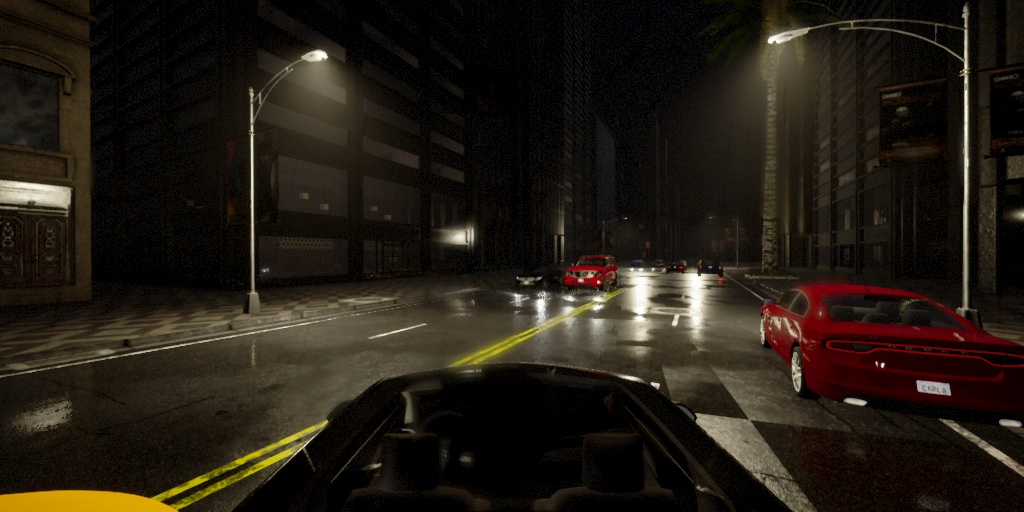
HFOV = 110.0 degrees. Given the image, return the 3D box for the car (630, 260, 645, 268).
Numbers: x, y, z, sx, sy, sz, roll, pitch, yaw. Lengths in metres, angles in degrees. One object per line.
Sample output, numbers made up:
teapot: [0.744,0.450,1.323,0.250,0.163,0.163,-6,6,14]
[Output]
car: [20.945,1.333,59.827,1.895,1.301,4.718,0,0,28]

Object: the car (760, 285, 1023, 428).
car: [5.515,1.216,5.928,1.882,1.535,5.008,0,0,27]

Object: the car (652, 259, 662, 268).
car: [24.314,1.204,59.259,1.882,1.535,5.008,0,0,28]

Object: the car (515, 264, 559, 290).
car: [1.882,1.271,22.847,1.812,1.442,4.674,0,0,27]

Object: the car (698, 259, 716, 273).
car: [23.724,1.193,43.726,1.882,1.535,5.008,0,0,28]

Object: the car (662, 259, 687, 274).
car: [18.657,1.269,40.825,2.033,1.411,5.357,0,0,27]

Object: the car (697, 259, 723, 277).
car: [19.295,1.071,35.002,2.097,1.767,4.553,0,0,27]

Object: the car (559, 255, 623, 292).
car: [4.964,0.961,21.764,2.150,2.045,5.566,0,0,27]
